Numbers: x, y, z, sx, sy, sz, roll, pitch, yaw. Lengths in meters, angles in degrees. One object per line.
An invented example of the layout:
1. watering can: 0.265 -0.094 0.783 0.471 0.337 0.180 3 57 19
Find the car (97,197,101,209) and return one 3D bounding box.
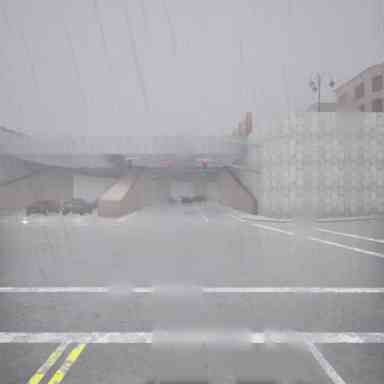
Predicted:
1. car: -11.550 1.601 42.282 1.895 1.301 4.718 0 0 -1

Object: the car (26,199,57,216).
1. car: -14.826 1.478 33.438 1.882 1.535 5.008 0 0 -1

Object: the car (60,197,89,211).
1. car: -15.061 1.491 42.828 2.128 1.511 4.902 0 0 -1

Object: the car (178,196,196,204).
1. car: -0.991 1.547 64.791 2.033 1.411 5.357 0 0 4

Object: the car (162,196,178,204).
1. car: -4.521 1.547 64.292 2.033 1.411 5.357 0 0 5

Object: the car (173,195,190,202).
1. car: -2.348 1.524 74.649 1.812 1.442 4.674 0 0 24

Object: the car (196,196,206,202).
1. car: 1.520 1.524 74.777 1.812 1.442 4.674 0 0 28

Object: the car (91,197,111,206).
1. car: -15.355 1.547 56.609 2.033 1.411 5.357 0 0 -1

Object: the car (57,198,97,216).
1. car: -11.317 1.601 33.115 1.895 1.301 4.718 0 0 -1
